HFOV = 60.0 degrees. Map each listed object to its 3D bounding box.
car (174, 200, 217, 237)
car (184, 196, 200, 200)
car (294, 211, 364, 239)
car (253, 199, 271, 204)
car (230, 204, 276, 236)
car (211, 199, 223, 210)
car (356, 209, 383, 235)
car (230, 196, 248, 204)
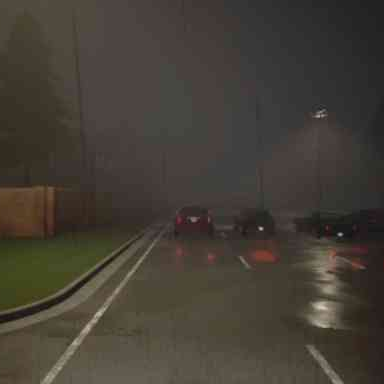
[{"bbox_3d":[0.100,1.518,19.399,2.097,1.767,4.553,0,0,0],"label":"car"},{"bbox_3d":[0.000,1.646,49.802,2.150,2.045,5.566,0,0,0],"label":"car"},{"bbox_3d":[7.101,1.756,18.134,1.895,1.301,4.718,0,0,0],"label":"car"},{"bbox_3d":[10.501,1.779,50.178,2.097,1.767,4.553,0,-1,0],"label":"car"},{"bbox_3d":[3.600,1.674,19.744,1.837,1.490,4.892,0,0,0],"label":"car"},{"bbox_3d":[3.500,1.779,50.121,2.097,1.767,4.553,0,0,0],"label":"car"},{"bbox_3d":[10.600,1.736,20.176,1.994,1.385,4.181,0,0,0],"label":"car"},{"bbox_3d":[7.000,1.645,49.802,2.150,2.045,5.566,0,0,0],"label":"car"}]
